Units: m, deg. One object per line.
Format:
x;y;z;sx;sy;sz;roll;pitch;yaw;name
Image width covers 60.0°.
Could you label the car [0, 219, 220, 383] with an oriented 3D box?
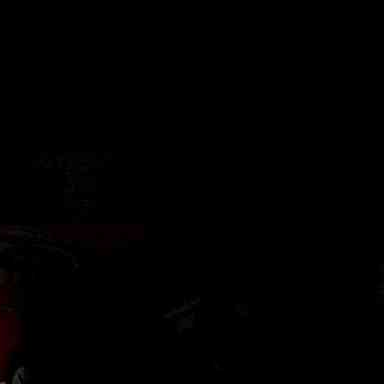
-2.007;1.313;4.498;5.009;1.841;2.192;0;1;36;car
